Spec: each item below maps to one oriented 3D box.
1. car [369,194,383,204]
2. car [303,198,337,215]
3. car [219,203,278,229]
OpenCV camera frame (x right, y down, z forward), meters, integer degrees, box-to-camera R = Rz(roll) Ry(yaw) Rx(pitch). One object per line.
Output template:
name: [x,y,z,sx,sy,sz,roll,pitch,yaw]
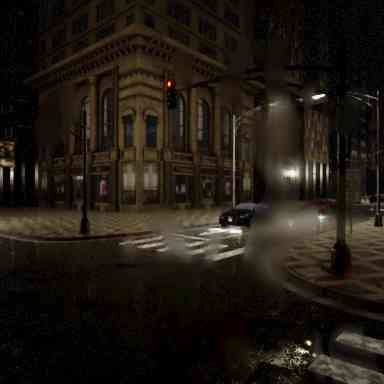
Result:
car: [25.396,0.913,44.924,1.994,1.385,4.181,0,1,41]
car: [11.254,1.183,28.789,1.994,1.385,4.181,0,1,41]
car: [3.401,1.338,19.761,1.994,1.385,4.181,0,1,41]
